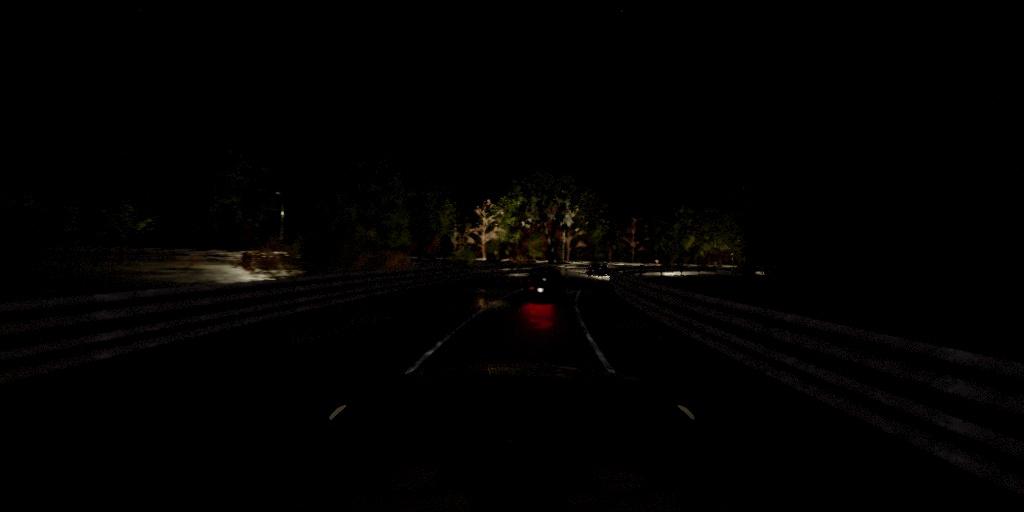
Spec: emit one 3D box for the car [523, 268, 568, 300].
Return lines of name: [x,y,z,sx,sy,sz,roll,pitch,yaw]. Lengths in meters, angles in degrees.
car: [1.811,1.364,18.890,1.837,1.490,4.892,1,-1,12]

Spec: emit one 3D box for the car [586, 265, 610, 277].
car: [10.687,1.781,43.318,2.033,1.411,5.357,2,0,34]
